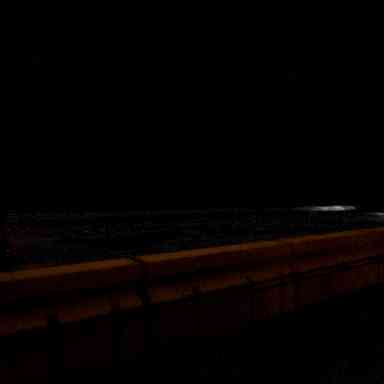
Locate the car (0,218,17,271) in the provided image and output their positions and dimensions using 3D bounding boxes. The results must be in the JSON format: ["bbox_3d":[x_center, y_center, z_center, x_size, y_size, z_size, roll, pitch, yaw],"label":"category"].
[{"bbox_3d":[-7.022,1.538,7.531,5.357,1.411,2.033,0,0,-35],"label":"car"}]

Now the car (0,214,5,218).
[{"bbox_3d":[-12.050,1.509,16.784,4.674,1.442,1.812,0,0,-35],"label":"car"}]
